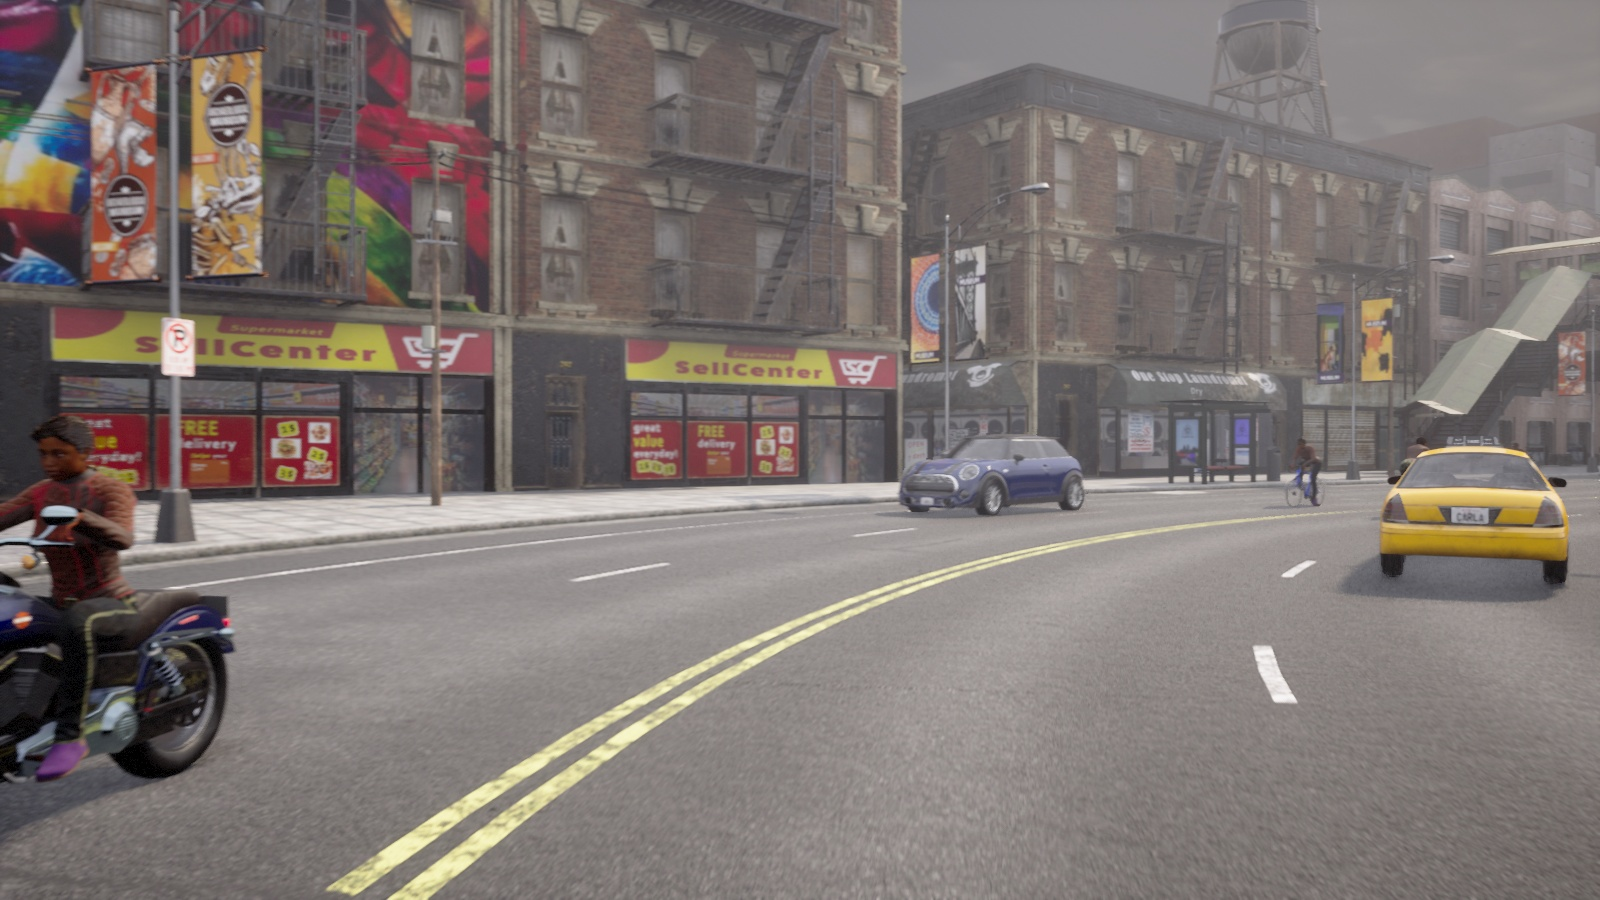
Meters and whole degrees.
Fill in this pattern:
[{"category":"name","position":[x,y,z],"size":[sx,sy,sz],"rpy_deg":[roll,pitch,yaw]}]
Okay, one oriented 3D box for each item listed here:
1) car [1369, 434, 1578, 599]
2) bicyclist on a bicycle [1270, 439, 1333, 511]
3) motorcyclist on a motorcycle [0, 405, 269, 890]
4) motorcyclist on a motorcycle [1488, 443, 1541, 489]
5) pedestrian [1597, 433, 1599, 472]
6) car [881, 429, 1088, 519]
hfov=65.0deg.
[{"category":"car","position":[7.900,0.617,14.722],"size":[1.801,1.575,5.366],"rpy_deg":[0,0,29]},{"category":"bicyclist on a bicycle","position":[11.658,0.556,29.175],"size":[1.656,1.620,0.582],"rpy_deg":[-1,1,-38]},{"category":"motorcyclist on a motorcycle","position":[-3.028,0.665,4.691],"size":[0.766,1.649,2.350],"rpy_deg":[0,1,10]},{"category":"motorcyclist on a motorcycle","position":[24.338,0.532,42.777],"size":[2.044,1.523,0.797],"rpy_deg":[0,0,-36]},{"category":"pedestrian","position":[40.583,0.120,63.443],"size":[0.666,1.930,0.402],"rpy_deg":[0,0,-42]},{"category":"car","position":[4.033,0.460,26.941],"size":[2.097,1.767,4.553],"rpy_deg":[0,0,45]}]
